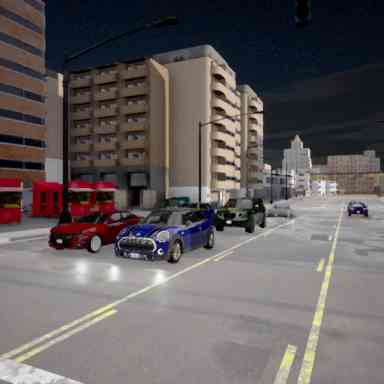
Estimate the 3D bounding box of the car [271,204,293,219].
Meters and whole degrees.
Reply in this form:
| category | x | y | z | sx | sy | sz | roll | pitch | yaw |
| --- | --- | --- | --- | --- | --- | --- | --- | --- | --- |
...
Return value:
| category | x | y | z | sx | sy | sz | roll | pitch | yaw |
| --- | --- | --- | --- | --- | --- | --- | --- | --- | --- |
| car | 8.787 | 1.891 | 33.118 | 1.895 | 1.301 | 4.718 | 0 | -1 | 25 |

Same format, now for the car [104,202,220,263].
| category | x | y | z | sx | sy | sz | roll | pitch | yaw |
| --- | --- | --- | --- | --- | --- | --- | --- | --- | --- |
| car | -0.828 | 1.395 | 12.331 | 2.097 | 1.767 | 4.553 | 0 | 0 | 25 |

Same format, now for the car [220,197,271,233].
| category | x | y | z | sx | sy | sz | roll | pitch | yaw |
| --- | --- | --- | --- | --- | --- | --- | --- | --- | --- |
| car | 3.195 | 1.351 | 21.021 | 2.150 | 2.045 | 5.566 | 0 | -1 | 25 |

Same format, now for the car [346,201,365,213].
| category | x | y | z | sx | sy | sz | roll | pitch | yaw |
| --- | --- | --- | --- | --- | --- | --- | --- | --- | --- |
| car | 22.359 | 1.994 | 45.593 | 2.128 | 1.511 | 4.902 | 0 | -1 | 25 |

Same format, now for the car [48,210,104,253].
| category | x | y | z | sx | sy | sz | roll | pitch | yaw |
| --- | --- | --- | --- | --- | --- | --- | --- | --- | --- |
| car | -3.803 | 1.518 | 14.280 | 1.882 | 1.535 | 5.008 | 0 | 0 | 23 |

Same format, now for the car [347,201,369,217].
| category | x | y | z | sx | sy | sz | roll | pitch | yaw |
| --- | --- | --- | --- | --- | --- | --- | --- | --- | --- |
| car | 18.111 | 1.904 | 36.292 | 1.812 | 1.442 | 4.674 | 0 | -1 | 26 |

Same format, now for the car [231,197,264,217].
| category | x | y | z | sx | sy | sz | roll | pitch | yaw |
| --- | --- | --- | --- | --- | --- | --- | --- | --- | --- |
| car | 6.093 | 1.525 | 35.648 | 2.150 | 2.045 | 5.566 | 0 | -1 | 24 |
